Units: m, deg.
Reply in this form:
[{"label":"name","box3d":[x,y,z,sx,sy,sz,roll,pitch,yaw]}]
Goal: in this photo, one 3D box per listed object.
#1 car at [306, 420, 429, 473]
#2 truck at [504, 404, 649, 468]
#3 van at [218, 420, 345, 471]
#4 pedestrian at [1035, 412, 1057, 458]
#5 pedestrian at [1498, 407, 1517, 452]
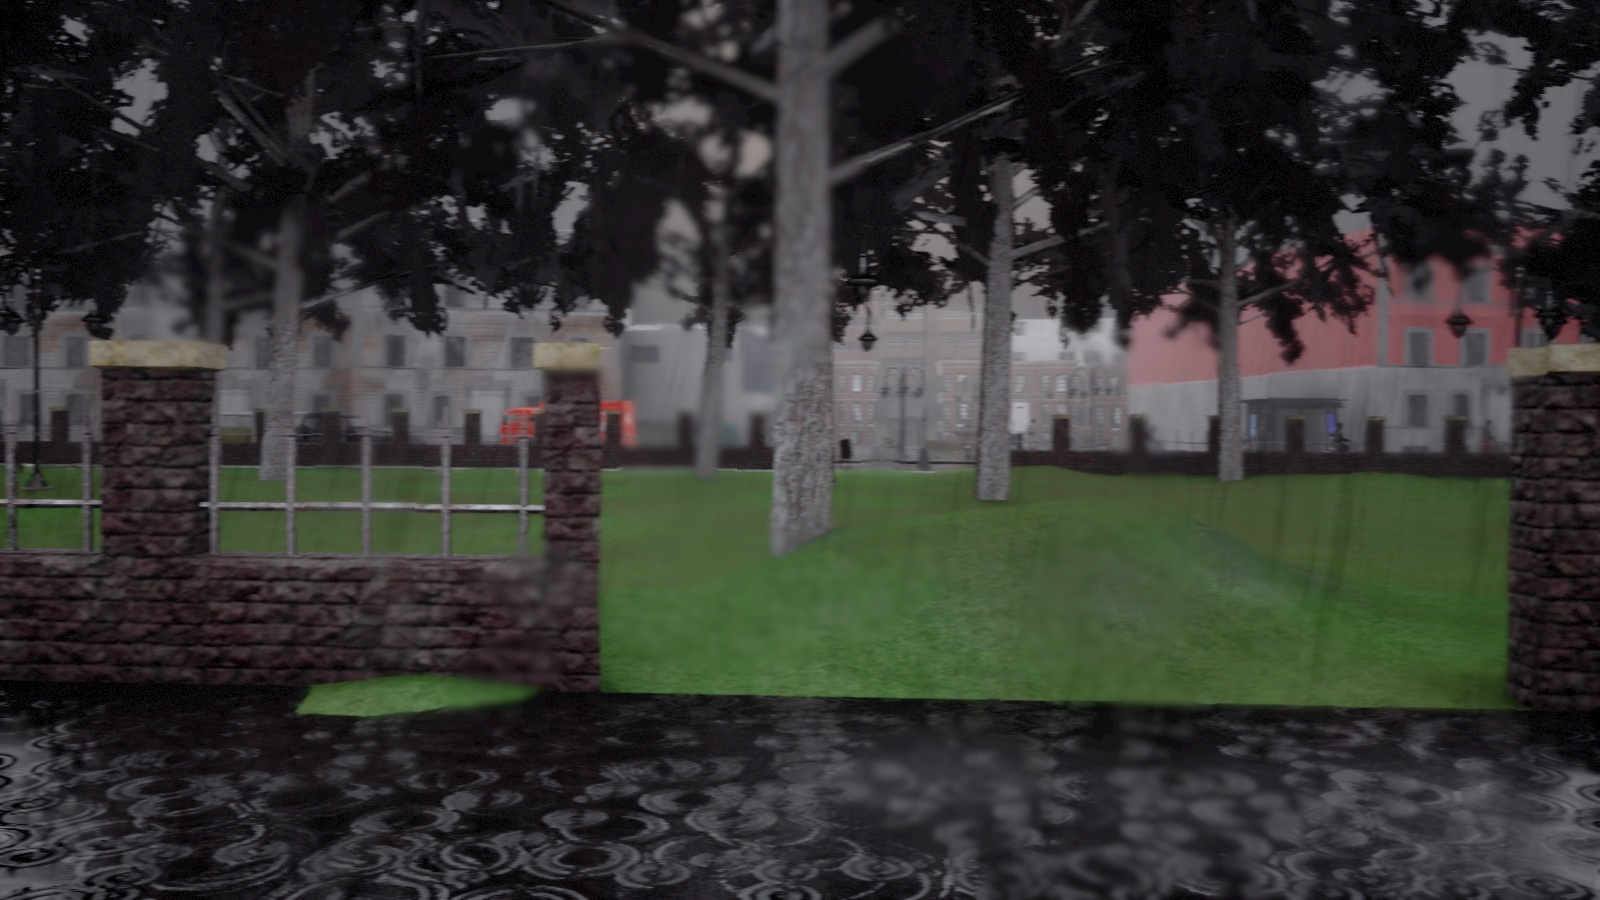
[{"label":"car","box3d":[-16.100,-0.138,46.818,3.866,1.878,1.905,-1,1,4]},{"label":"truck","box3d":[-8.886,-0.569,50.328,5.204,2.467,2.627,-1,1,4]},{"label":"van","box3d":[-21.098,-0.202,51.167,4.442,1.987,1.775,-1,1,4]},{"label":"pedestrian","box3d":[10.532,-0.661,53.773,0.873,1.952,0.659,-1,1,7]},{"label":"pedestrian","box3d":[29.668,-0.865,52.689,0.614,1.847,0.353,0,1,12]}]
